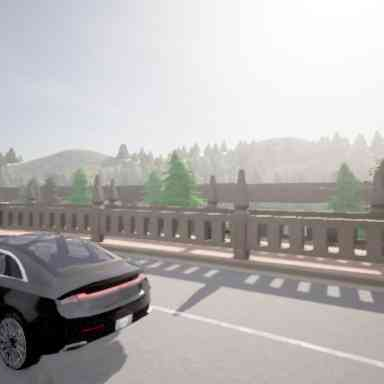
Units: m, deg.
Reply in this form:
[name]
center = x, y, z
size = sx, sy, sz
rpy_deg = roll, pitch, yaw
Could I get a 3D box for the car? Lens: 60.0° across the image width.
[car]
center = -2.928, 1.473, 5.634
size = 4.902, 1.511, 2.128
rpy_deg = 0, 0, 33
